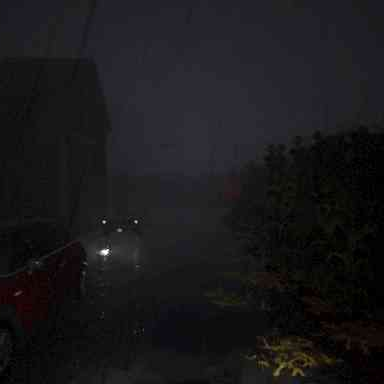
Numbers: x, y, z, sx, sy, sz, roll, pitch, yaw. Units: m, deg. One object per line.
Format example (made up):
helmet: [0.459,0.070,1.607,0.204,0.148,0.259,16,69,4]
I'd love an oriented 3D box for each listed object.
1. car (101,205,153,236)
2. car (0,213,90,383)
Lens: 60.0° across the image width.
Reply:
car: [-3.239,1.392,17.179,1.895,1.301,4.718,0,1,0]
car: [-3.217,1.310,5.172,2.097,1.767,4.553,0,1,0]
